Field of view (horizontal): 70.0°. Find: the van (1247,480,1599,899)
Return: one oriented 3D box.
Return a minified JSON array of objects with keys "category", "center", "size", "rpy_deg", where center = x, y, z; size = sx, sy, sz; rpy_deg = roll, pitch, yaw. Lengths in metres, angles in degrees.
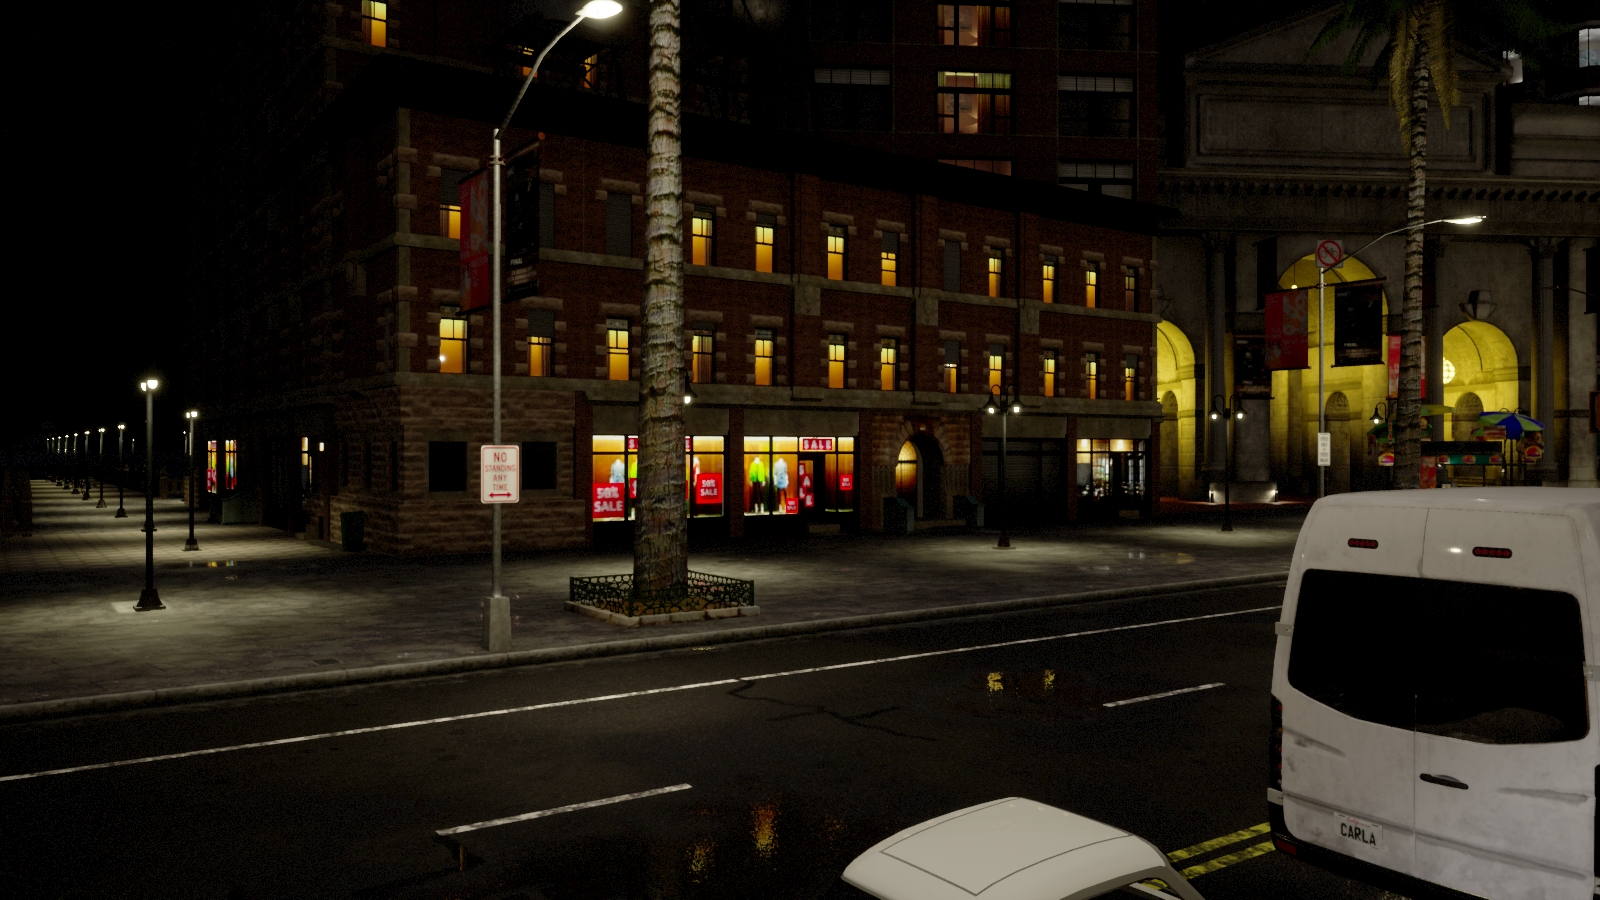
[{"category":"van","center":[5.722,1.534,7.821],"size":[5.915,2.561,1.988],"rpy_deg":[0,0,-35]}]

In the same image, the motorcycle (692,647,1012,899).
[{"category":"motorcycle","center":[0.409,2.205,8.161],"size":[2.209,1.251,0.867],"rpy_deg":[0,0,-35]}]

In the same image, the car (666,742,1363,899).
[{"category":"car","center":[0.827,2.120,4.347],"size":[2.207,1.376,1.481],"rpy_deg":[0,0,-35]}]
